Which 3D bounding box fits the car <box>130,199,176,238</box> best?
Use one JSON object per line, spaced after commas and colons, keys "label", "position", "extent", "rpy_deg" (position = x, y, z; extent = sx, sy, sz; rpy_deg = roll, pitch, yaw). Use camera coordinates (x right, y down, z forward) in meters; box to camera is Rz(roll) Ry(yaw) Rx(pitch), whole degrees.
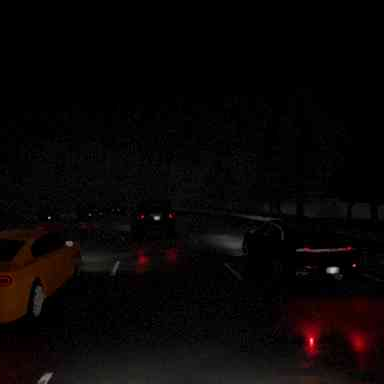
{"label": "car", "position": [-2.364, 1.428, 19.417], "extent": [2.150, 2.045, 5.566], "rpy_deg": [0, 0, -13]}

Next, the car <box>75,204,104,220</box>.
{"label": "car", "position": [-10.223, 1.888, 32.343], "extent": [2.128, 1.511, 4.902], "rpy_deg": [0, -1, -23]}

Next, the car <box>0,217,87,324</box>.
{"label": "car", "position": [-3.881, 1.583, 7.411], "extent": [1.882, 1.535, 5.008], "rpy_deg": [0, 0, -5]}

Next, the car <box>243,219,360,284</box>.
{"label": "car", "position": [2.898, 1.561, 9.887], "extent": [2.128, 1.511, 4.902], "rpy_deg": [0, -1, -6]}

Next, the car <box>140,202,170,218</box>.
{"label": "car", "position": [-4.082, 1.853, 35.920], "extent": [1.882, 1.535, 5.008], "rpy_deg": [0, -1, -23]}

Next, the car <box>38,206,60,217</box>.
{"label": "car", "position": [-13.674, 2.021, 31.727], "extent": [1.895, 1.301, 4.718], "rpy_deg": [0, -1, -24]}

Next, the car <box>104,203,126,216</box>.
{"label": "car", "position": [-8.946, 1.984, 37.834], "extent": [2.033, 1.411, 5.357], "rpy_deg": [0, -1, -26]}
